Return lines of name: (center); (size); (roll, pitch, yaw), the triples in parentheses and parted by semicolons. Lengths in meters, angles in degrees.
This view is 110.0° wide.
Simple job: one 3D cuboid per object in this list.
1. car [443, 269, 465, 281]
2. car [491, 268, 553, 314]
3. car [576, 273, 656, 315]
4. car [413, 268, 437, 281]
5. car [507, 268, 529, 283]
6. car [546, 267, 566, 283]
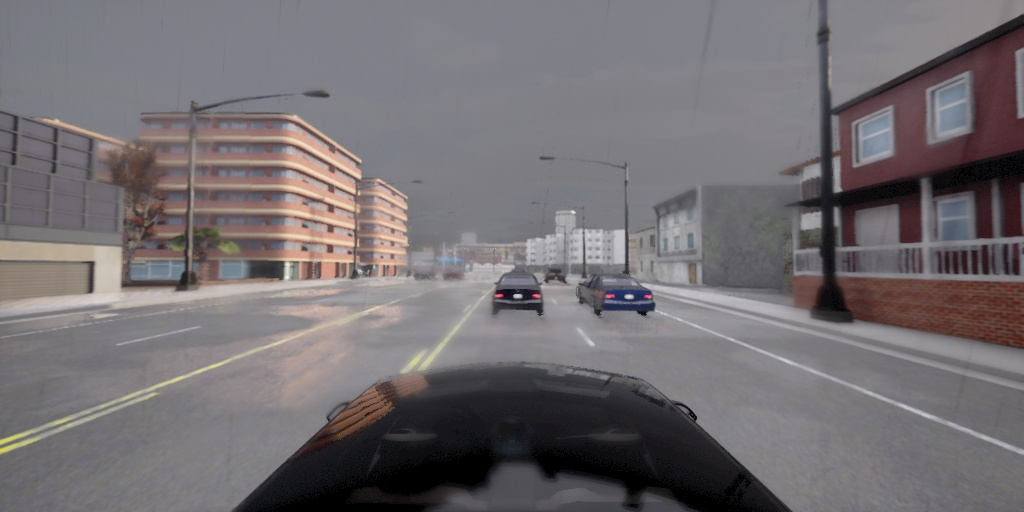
car: (-6.545, 2.152, 40.618); (1.895, 1.301, 4.718); (0, -3, 1)
car: (0.231, 1.341, 13.852); (2.033, 1.411, 5.357); (0, -1, 1)
car: (3.730, 1.357, 13.776); (2.033, 1.411, 5.357); (0, -1, 1)
car: (-10.023, 2.098, 41.856); (1.837, 1.490, 4.892); (0, -3, 1)
car: (0.561, 1.899, 35.061); (1.994, 1.385, 4.181); (0, -2, 1)
car: (4.058, 1.844, 34.757); (1.837, 1.490, 4.892); (0, -2, 1)
